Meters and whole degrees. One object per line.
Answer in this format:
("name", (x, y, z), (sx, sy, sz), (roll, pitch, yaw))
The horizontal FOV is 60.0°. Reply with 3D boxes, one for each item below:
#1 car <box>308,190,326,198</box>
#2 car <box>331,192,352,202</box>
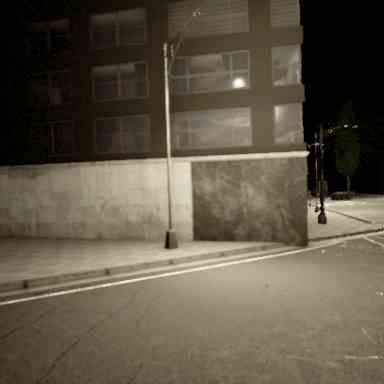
("car", (24.170, 0.353, 63.516), (1.882, 1.535, 5.008), (-2, 1, 9))
("car", (21.718, 0.654, 48.550), (1.994, 1.385, 4.181), (-2, 1, 10))
